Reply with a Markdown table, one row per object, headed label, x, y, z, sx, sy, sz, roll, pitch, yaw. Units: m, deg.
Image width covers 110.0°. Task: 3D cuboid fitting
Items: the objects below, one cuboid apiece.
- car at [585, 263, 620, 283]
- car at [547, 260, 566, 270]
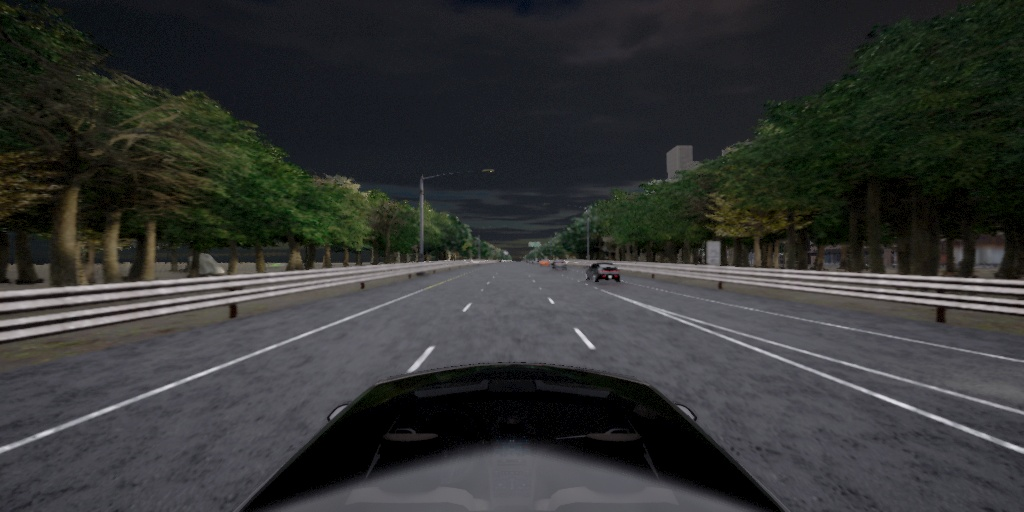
| label | x | y | z | sx | sy | sz | roll | pitch | yaw |
| --- | --- | --- | --- | --- | --- | --- | --- | --- | --- |
| car | 7.006 | 1.257 | 28.017 | 1.837 | 1.490 | 4.892 | 0 | 0 | 0 |
| car | 7.048 | 1.294 | 54.579 | 2.128 | 1.511 | 4.902 | 0 | 0 | 0 |
